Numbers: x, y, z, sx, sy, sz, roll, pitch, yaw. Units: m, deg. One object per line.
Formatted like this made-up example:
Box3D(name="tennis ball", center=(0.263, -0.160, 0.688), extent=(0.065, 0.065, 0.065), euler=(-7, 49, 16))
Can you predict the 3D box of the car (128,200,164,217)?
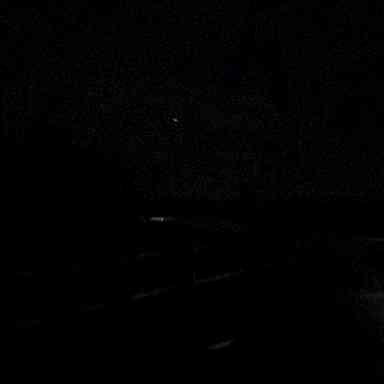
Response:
Box3D(name="car", center=(-4.472, 1.394, 29.675), extent=(2.033, 1.411, 5.357), euler=(3, -1, -35))
